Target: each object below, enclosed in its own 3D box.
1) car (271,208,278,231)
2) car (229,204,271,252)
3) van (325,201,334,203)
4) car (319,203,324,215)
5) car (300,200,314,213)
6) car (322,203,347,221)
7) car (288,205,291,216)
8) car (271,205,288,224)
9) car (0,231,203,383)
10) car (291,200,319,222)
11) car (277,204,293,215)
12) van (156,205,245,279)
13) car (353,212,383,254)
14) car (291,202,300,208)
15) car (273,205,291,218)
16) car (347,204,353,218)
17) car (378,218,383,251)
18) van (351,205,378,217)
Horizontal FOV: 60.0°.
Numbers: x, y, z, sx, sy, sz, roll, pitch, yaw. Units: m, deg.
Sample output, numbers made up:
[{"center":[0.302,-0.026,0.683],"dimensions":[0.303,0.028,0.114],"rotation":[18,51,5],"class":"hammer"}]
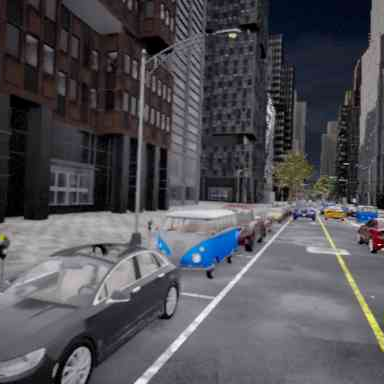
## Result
[{"center":[3.963,1.876,20.692],"dimensions":[1.887,1.381,4.507],"rotation":[2,0,19],"class":"car"},{"center":[2.142,1.532,15.482],"dimensions":[2.192,1.841,5.009],"rotation":[2,0,19],"class":"car"},{"center":[35.590,3.456,84.942],"dimensions":[1.690,1.788,3.998],"rotation":[2,-1,19],"class":"van"},{"center":[20.064,2.755,49.118],"dimensions":[1.994,1.385,4.181],"rotation":[2,-1,19],"class":"car"},{"center":[20.362,2.516,58.971],"dimensions":[2.150,2.045,5.566],"rotation":[2,-1,19],"class":"car"},{"center":[16.200,2.423,38.013],"dimensions":[1.882,1.535,5.008],"rotation":[2,-1,20],"class":"car"},{"center":[9.454,2.220,36.329],"dimensions":[1.887,1.381,4.507],"rotation":[2,0,19],"class":"car"},{"center":[7.568,2.083,30.957],"dimensions":[1.752,1.417,4.829],"rotation":[2,0,19],"class":"car"},{"center":[-1.529,1.538,5.056],"dimensions":[2.008,1.369,4.403],"rotation":[2,0,19],"class":"car"},{"center":[12.102,1.992,35.754],"dimensions":[2.150,2.045,5.566],"rotation":[2,-1,19],"class":"car"},{"center":[13.114,2.451,46.753],"dimensions":[1.887,1.381,4.507],"rotation":[2,0,19],"class":"car"},{"center":[0.310,1.443,10.270],"dimensions":[1.690,1.788,3.998],"rotation":[2,0,19],"class":"van"},{"center":[9.129,1.961,15.585],"dimensions":[1.882,1.535,5.008],"rotation":[2,0,18],"class":"car"},{"center":[25.694,3.240,82.521],"dimensions":[1.752,1.417,4.829],"rotation":[2,-1,19],"class":"car"},{"center":[11.284,2.336,41.541],"dimensions":[1.887,1.381,4.507],"rotation":[2,0,19],"class":"car"},{"center":[21.173,2.730,43.896],"dimensions":[1.887,1.381,4.507],"rotation":[2,0,19],"class":"car"},{"center":[7.151,1.837,9.974],"dimensions":[1.882,1.535,5.008],"rotation":[2,-1,21],"class":"car"},{"center":[17.518,2.296,33.476],"dimensions":[1.690,1.788,3.998],"rotation":[2,0,19],"class":"van"}]
